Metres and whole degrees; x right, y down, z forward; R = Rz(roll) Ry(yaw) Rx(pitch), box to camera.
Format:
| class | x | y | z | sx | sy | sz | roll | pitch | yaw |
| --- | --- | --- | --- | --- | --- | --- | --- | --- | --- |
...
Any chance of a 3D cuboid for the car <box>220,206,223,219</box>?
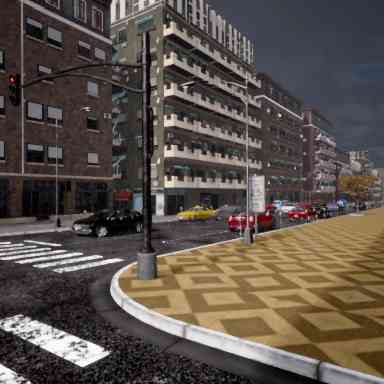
| class | x | y | z | sx | sy | sz | roll | pitch | yaw |
| --- | --- | --- | --- | --- | --- | --- | --- | --- | --- |
| car | 3.978 | 2.039 | 32.087 | 2.033 | 1.411 | 5.357 | -1 | -1 | 35 |

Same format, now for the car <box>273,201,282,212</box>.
| class | x | y | z | sx | sy | sz | roll | pitch | yaw |
| --- | --- | --- | --- | --- | --- | --- | --- | --- | --- |
| car | 10.192 | 2.289 | 45.505 | 1.887 | 1.381 | 4.507 | -2 | -2 | 35 |

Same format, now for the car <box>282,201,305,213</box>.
| class | x | y | z | sx | sy | sz | roll | pitch | yaw |
| --- | --- | --- | --- | --- | --- | --- | --- | --- | --- |
| car | 13.618 | 2.279 | 45.817 | 1.812 | 1.442 | 4.674 | -1 | -1 | 35 |

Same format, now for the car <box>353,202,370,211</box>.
| class | x | y | z | sx | sy | sz | roll | pitch | yaw |
| --- | --- | --- | --- | --- | --- | --- | --- | --- | --- |
| car | 29.937 | 2.583 | 59.293 | 1.947 | 1.339 | 4.313 | -2 | -2 | 35 |

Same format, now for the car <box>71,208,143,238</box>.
| class | x | y | z | sx | sy | sz | roll | pitch | yaw |
| --- | --- | --- | --- | --- | --- | --- | --- | --- | --- |
| car | -4.732 | 1.760 | 19.604 | 1.837 | 1.490 | 4.892 | -1 | -1 | 35 |

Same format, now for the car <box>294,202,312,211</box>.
| class | x | y | z | sx | sy | sz | roll | pitch | yaw |
| --- | --- | --- | --- | --- | --- | --- | --- | --- | --- |
| car | 19.884 | 2.554 | 59.409 | 1.887 | 1.381 | 4.507 | -2 | -2 | 35 |

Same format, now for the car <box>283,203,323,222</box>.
| class | x | y | z | sx | sy | sz | roll | pitch | yaw |
| --- | --- | --- | --- | --- | --- | --- | --- | --- | --- |
| car | 10.555 | 2.032 | 31.486 | 1.887 | 1.381 | 4.507 | -2 | -2 | 35 |

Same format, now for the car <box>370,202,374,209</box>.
| class | x | y | z | sx | sy | sz | roll | pitch | yaw |
| --- | --- | --- | --- | --- | --- | --- | --- | --- | --- |
| car | 36.397 | 2.744 | 68.563 | 2.008 | 1.369 | 4.403 | -2 | -2 | 35 |

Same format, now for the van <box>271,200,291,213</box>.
| class | x | y | z | sx | sy | sz | roll | pitch | yaw |
| --- | --- | --- | --- | --- | --- | --- | --- | --- | --- |
| van | 13.421 | 2.174 | 50.145 | 1.690 | 1.788 | 3.998 | -2 | -2 | 35 |

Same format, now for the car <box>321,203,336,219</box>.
| class | x | y | z | sx | sy | sz | roll | pitch | yaw |
| --- | --- | --- | --- | --- | --- | --- | --- | --- | --- |
| car | 13.786 | 2.141 | 36.120 | 1.947 | 1.339 | 4.313 | -2 | -2 | 35 |

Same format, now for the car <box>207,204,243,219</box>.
| class | x | y | z | sx | sy | sz | roll | pitch | yaw |
| --- | --- | --- | --- | --- | --- | --- | --- | --- | --- |
| car | 3.635 | 2.091 | 36.096 | 1.752 | 1.417 | 4.829 | -2 | -2 | 35 |

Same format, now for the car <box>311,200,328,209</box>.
| class | x | y | z | sx | sy | sz | roll | pitch | yaw |
| --- | --- | --- | --- | --- | --- | --- | --- | --- | --- |
| car | 26.342 | 2.501 | 68.685 | 2.192 | 1.841 | 5.009 | -2 | -2 | 35 |

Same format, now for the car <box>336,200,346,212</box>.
| class | x | y | z | sx | sy | sz | roll | pitch | yaw |
| --- | --- | --- | --- | --- | --- | --- | --- | --- | --- |
| car | 23.425 | 2.468 | 54.417 | 2.033 | 1.411 | 5.357 | -1 | -1 | 36 |

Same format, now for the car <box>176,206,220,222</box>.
| class | x | y | z | sx | sy | sz | roll | pitch | yaw |
| --- | --- | --- | --- | --- | --- | --- | --- | --- | --- |
| car | 0.404 | 2.002 | 31.462 | 1.752 | 1.417 | 4.829 | -2 | -2 | 35 |

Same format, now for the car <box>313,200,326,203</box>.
| class | x | y | z | sx | sy | sz | roll | pitch | yaw |
| --- | --- | --- | --- | --- | --- | --- | --- | --- | --- |
| car | 17.622 | 2.265 | 46.078 | 1.837 | 1.490 | 4.892 | -1 | -2 | 35 |

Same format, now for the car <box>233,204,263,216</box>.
| class | x | y | z | sx | sy | sz | roll | pitch | yaw |
| --- | --- | --- | --- | --- | --- | --- | --- | --- | --- |
| car | 6.963 | 2.222 | 40.870 | 1.947 | 1.339 | 4.313 | -2 | -2 | 35 |

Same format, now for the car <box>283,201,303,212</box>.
| class | x | y | z | sx | sy | sz | roll | pitch | yaw |
| --- | --- | --- | --- | --- | --- | --- | --- | --- | --- |
| car | 16.652 | 2.361 | 54.777 | 1.967 | 1.590 | 4.097 | -2 | -2 | 35 |

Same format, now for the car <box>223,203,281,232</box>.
| class | x | y | z | sx | sy | sz | roll | pitch | yaw |
| --- | --- | --- | --- | --- | --- | --- | --- | --- | --- |
| car | 4.093 | 1.751 | 22.219 | 1.967 | 1.590 | 4.097 | -2 | -2 | 35 |

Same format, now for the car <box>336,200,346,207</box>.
| class | x | y | z | sx | sy | sz | roll | pitch | yaw |
| --- | --- | --- | --- | --- | --- | --- | --- | --- | --- |
| car | 39.166 | 2.882 | 87.162 | 1.690 | 1.788 | 3.998 | -2 | -2 | 35 |
